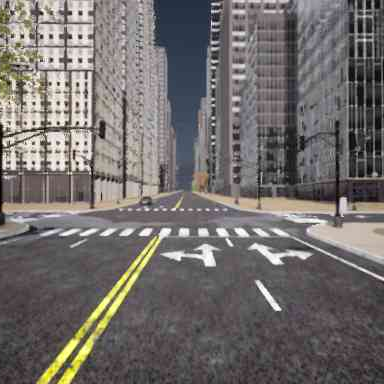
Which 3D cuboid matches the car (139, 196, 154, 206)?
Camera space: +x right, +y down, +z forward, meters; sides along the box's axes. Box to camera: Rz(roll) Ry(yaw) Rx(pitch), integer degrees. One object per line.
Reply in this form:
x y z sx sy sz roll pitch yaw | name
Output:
-7.129 1.351 51.915 1.812 1.442 4.674 0 0 -1 | car
